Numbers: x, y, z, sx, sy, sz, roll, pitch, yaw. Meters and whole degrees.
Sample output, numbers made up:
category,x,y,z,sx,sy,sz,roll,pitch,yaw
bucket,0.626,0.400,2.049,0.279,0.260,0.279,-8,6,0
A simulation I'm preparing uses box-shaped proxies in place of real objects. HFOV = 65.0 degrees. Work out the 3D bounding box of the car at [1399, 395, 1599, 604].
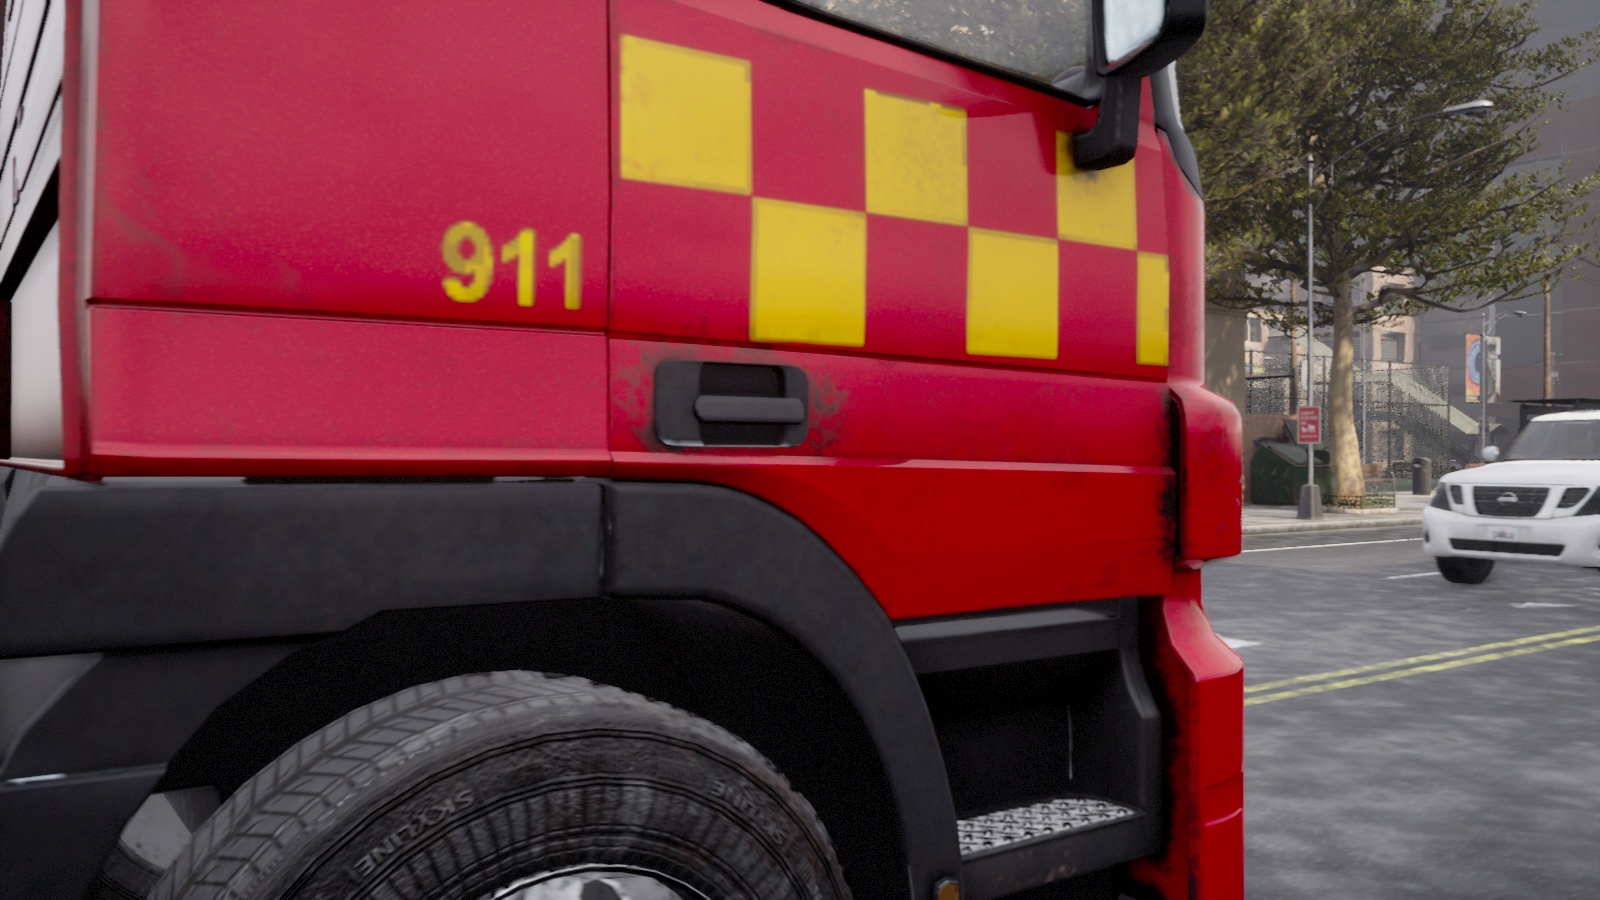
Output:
category,x,y,z,sx,sy,sz,roll,pitch,yaw
car,9.550,0.468,14.635,5.566,2.045,2.150,0,0,-35

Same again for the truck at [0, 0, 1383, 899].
category,x,y,z,sx,sy,sz,roll,pitch,yaw
truck,-3.010,-0.408,1.557,8.468,3.827,2.891,0,0,-35
